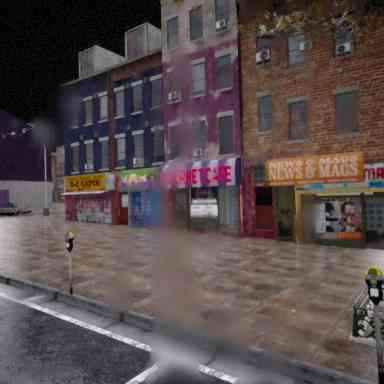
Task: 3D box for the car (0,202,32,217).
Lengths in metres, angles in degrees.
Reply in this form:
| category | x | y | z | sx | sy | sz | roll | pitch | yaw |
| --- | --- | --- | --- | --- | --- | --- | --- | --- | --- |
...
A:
| category | x | y | z | sx | sy | sz | roll | pitch | yaw |
| --- | --- | --- | --- | --- | --- | --- | --- | --- | --- |
| car | -17.569 | 1.621 | 30.227 | 2.033 | 1.411 | 5.357 | -2 | -1 | 39 |
